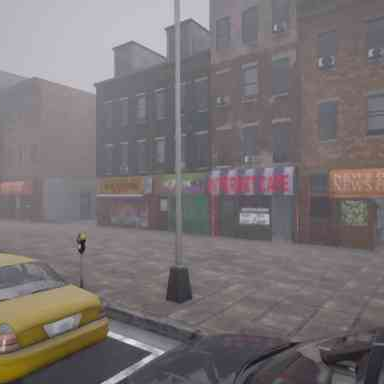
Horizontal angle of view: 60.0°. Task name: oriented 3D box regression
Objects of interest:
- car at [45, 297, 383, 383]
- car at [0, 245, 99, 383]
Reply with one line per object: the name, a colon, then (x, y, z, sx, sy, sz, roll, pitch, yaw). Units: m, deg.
car: (1.374, 1.549, 1.837, 4.403, 1.369, 2.008, 0, 0, 36)
car: (-3.384, 1.525, 5.231, 4.829, 1.417, 1.752, 0, 0, 36)
